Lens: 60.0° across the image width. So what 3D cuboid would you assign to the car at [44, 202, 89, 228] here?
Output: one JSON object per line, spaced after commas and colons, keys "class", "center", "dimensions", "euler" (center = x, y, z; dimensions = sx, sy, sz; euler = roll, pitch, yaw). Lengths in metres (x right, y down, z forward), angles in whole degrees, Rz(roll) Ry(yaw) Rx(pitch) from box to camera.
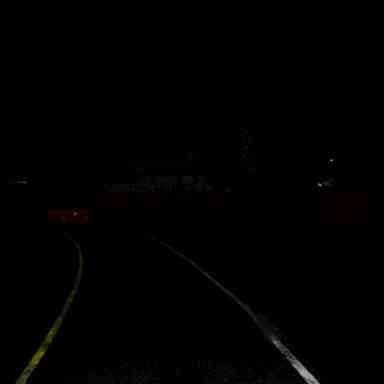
{"class": "car", "center": [-9.248, 1.545, 24.307], "dimensions": [2.097, 1.767, 4.553], "euler": [0, -1, -38]}
